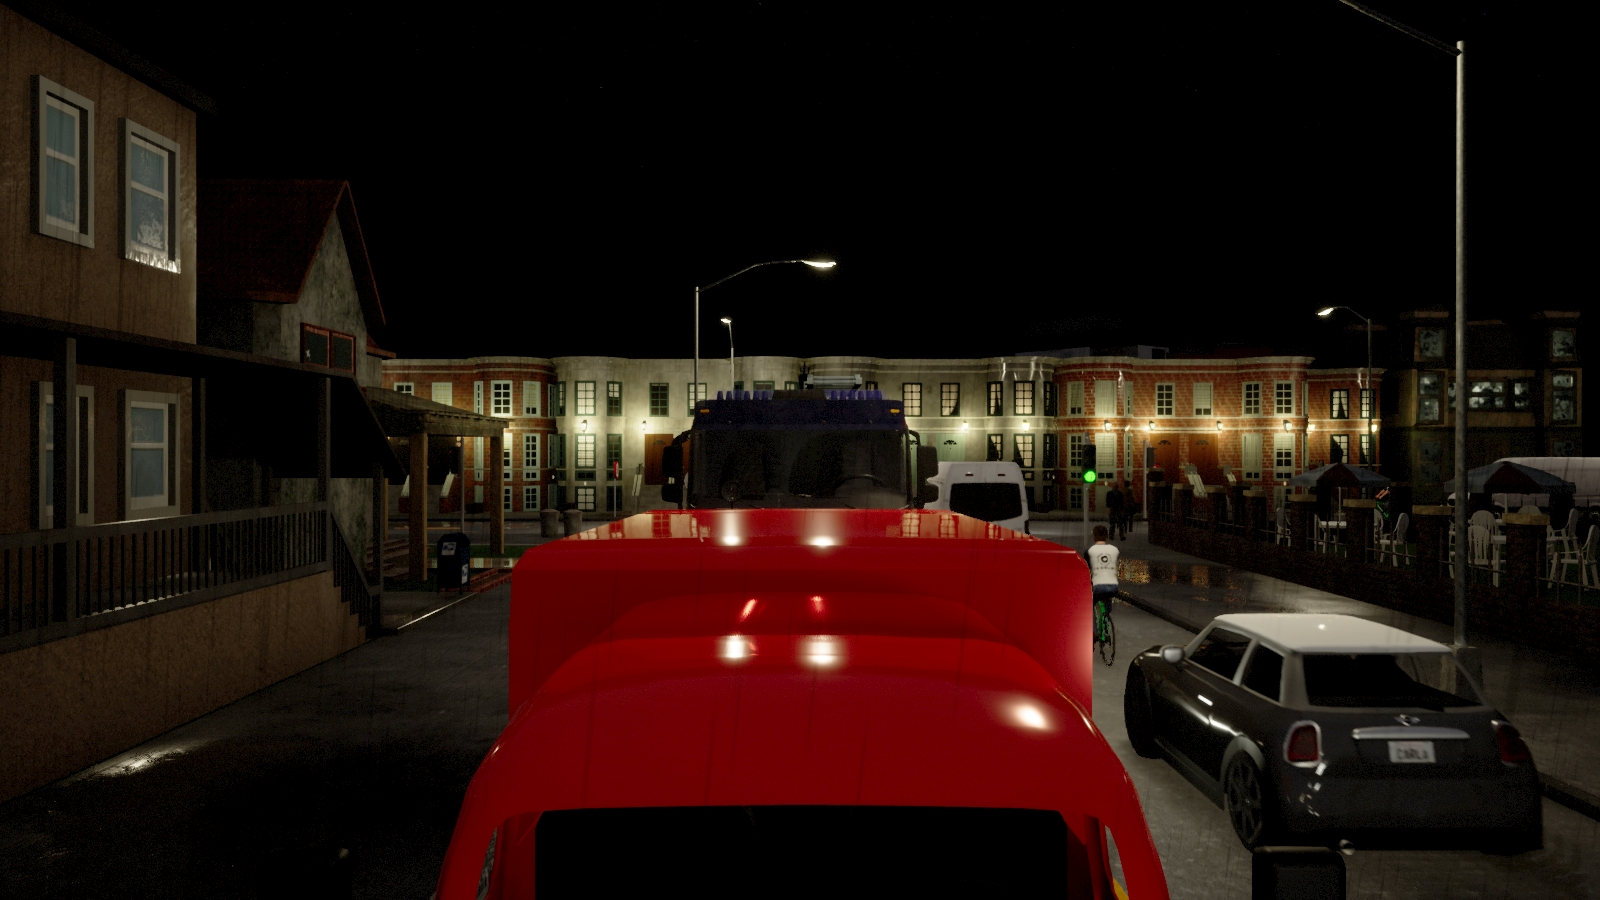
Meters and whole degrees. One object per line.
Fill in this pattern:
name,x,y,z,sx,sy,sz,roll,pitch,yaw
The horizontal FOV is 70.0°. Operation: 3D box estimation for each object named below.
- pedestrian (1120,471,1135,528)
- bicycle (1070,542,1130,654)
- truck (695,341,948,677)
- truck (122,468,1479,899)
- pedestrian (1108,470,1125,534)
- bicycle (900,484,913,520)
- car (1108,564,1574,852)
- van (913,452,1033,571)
pedestrian,10.922,1.645,38.098,0.375,1.860,0.375,0,0,31
bicycle,3.994,1.943,15.316,0.373,1.296,1.643,0,0,0
truck,0.275,0.678,17.256,2.891,3.827,8.468,0,0,0
truck,-0.002,1.351,4.813,2.627,2.467,5.204,0,0,0
pedestrian,9.290,1.532,33.504,0.375,1.860,0.375,0,0,-3
bicycle,3.997,1.959,43.056,0.329,1.271,1.835,0,0,0
car,3.998,1.849,9.262,1.970,1.475,3.806,0,0,0
van,4.006,1.326,27.463,1.988,2.561,5.915,0,0,0
